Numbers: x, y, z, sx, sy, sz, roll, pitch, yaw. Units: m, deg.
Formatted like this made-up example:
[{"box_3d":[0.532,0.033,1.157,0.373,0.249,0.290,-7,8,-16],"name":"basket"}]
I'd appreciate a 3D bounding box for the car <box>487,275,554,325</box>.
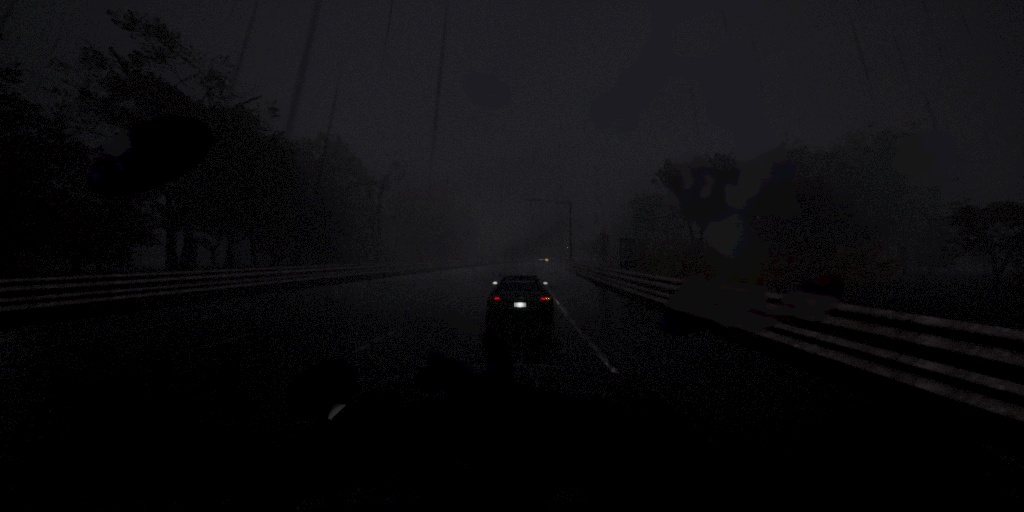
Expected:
[{"box_3d":[0.274,1.319,11.906,1.994,1.385,4.181,0,0,1],"name":"car"}]
